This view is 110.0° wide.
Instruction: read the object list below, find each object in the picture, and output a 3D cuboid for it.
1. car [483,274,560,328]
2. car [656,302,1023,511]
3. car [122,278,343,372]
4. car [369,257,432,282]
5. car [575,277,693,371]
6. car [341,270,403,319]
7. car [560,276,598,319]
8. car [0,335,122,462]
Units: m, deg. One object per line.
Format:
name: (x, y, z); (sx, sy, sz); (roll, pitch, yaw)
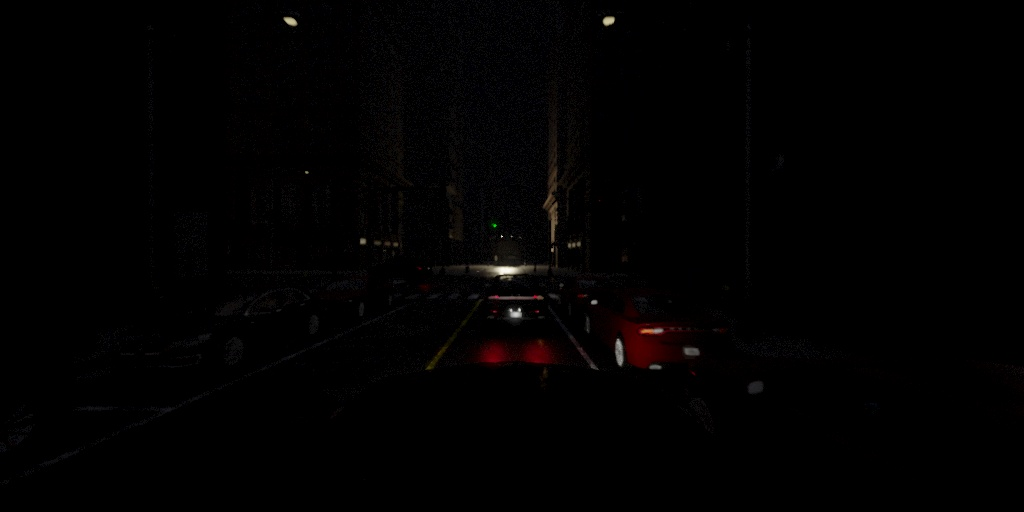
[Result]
car: (0.109, 1.329, 11.728); (2.128, 1.511, 4.902); (0, 0, 0)
car: (2.760, 1.300, 2.208); (1.888, 1.381, 4.507); (0, 0, 0)
car: (-5.760, 1.353, 7.722); (2.007, 1.370, 4.403); (0, 0, 0)
car: (-9.607, 1.136, 30.827); (5.566, 2.045, 2.150); (0, -1, 15)
car: (2.765, 1.348, 7.713); (1.888, 1.381, 4.507); (0, 0, 0)
car: (-5.755, 1.395, 13.227); (1.888, 1.381, 4.507); (0, 0, 0)
car: (2.771, 1.396, 13.218); (1.888, 1.381, 4.507); (0, 0, 0)
car: (-5.766, 1.320, 2.217); (1.948, 1.339, 4.313); (0, 0, 0)
